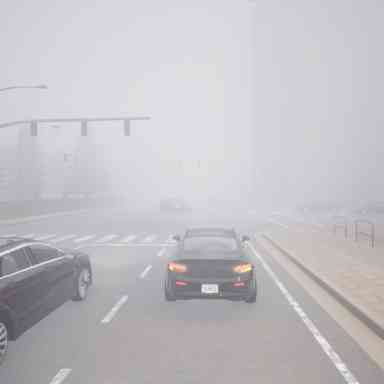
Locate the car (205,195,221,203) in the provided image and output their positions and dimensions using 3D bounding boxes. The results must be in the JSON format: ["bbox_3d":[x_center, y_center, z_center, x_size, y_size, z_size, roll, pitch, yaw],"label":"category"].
[{"bbox_3d":[4.865,1.524,71.445,1.812,1.442,4.674,0,0,19],"label":"car"}]

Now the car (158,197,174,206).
[{"bbox_3d":[-4.190,1.564,53.925,1.994,1.385,4.181,0,0,3],"label":"car"}]

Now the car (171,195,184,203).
[{"bbox_3d":[-2.988,1.501,69.329,1.837,1.490,4.892,0,0,10],"label":"car"}]

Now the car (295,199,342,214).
[{"bbox_3d":[13.828,1.560,36.493,4.892,1.490,1.837,0,0,3],"label":"car"}]

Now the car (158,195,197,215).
[{"bbox_3d":[-1.814,1.378,35.034,2.097,1.767,4.553,0,0,-31],"label":"car"}]

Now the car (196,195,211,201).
[{"bbox_3d":[2.929,1.552,83.010,1.994,1.385,4.181,0,0,33],"label":"car"}]

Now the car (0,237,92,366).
[{"bbox_3d":[-3.214,1.492,5.466,2.128,1.511,4.902,0,0,4],"label":"car"}]

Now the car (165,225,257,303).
[{"bbox_3d":[0.456,1.526,8.119,1.812,1.442,4.674,0,0,4],"label":"car"}]

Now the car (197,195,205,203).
[{"bbox_3d":[1.186,1.524,71.630,1.812,1.442,4.674,0,0,19],"label":"car"}]

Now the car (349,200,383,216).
[{"bbox_3d":[18.082,1.560,32.787,4.892,1.490,1.837,0,0,2],"label":"car"}]
